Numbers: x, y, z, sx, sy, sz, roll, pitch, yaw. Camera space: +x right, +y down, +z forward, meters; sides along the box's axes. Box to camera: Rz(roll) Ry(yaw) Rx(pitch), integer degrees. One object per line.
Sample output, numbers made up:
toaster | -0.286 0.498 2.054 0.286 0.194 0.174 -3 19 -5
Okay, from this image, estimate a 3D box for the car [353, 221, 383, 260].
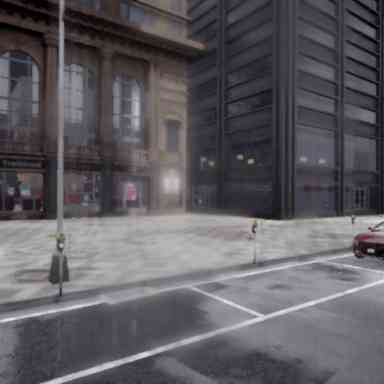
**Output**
car | 7.538 1.646 11.909 4.507 1.381 1.887 1 0 -35
